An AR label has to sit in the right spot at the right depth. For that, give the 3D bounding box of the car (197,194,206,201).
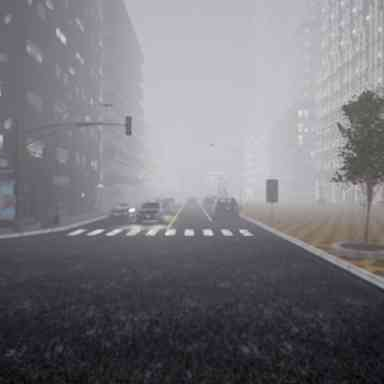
[{"bbox_3d":[2.392,1.444,85.613,2.097,1.767,4.553,0,0,0],"label":"car"}]

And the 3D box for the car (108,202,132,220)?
[{"bbox_3d":[-5.691,1.538,27.380,2.008,1.369,4.403,0,0,0],"label":"car"}]

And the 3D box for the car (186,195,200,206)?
[{"bbox_3d":[0.002,1.597,56.573,1.994,1.385,4.181,0,0,0],"label":"car"}]

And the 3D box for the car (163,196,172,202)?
[{"bbox_3d":[-5.691,1.579,76.950,1.752,1.417,4.829,0,0,0],"label":"car"}]

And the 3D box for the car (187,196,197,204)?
[{"bbox_3d":[0.003,1.520,66.574,1.882,1.535,5.008,0,0,0],"label":"car"}]

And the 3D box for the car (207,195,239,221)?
[{"bbox_3d":[2.688,1.321,27.380,2.192,1.841,5.009,0,0,0],"label":"car"}]

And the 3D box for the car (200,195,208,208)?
[{"bbox_3d":[2.688,1.344,49.486,2.192,1.841,5.009,0,0,0],"label":"car"}]

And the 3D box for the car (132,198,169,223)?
[{"bbox_3d":[-3.098,1.497,25.573,1.837,1.490,4.892,0,0,0],"label":"car"}]

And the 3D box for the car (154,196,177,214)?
[{"bbox_3d":[-3.094,1.491,35.974,2.128,1.511,4.902,0,0,0],"label":"car"}]

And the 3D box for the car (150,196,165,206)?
[{"bbox_3d":[-5.692,1.459,55.014,1.967,1.590,4.097,0,0,0],"label":"car"}]

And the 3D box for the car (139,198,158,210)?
[{"bbox_3d":[-5.691,1.554,43.960,2.008,1.369,4.403,0,0,0],"label":"car"}]

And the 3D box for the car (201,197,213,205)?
[{"bbox_3d":[2.689,1.590,60.540,1.887,1.381,4.507,0,0,0],"label":"car"}]

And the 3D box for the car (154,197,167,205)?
[{"bbox_3d":[-5.691,1.609,60.540,1.802,1.307,4.206,0,0,0],"label":"car"}]

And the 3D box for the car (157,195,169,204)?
[{"bbox_3d":[-5.692,1.475,66.067,1.967,1.590,4.097,0,0,0],"label":"car"}]

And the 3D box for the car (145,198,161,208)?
[{"bbox_3d":[-5.692,1.555,49.486,1.887,1.381,4.507,0,0,0],"label":"car"}]
